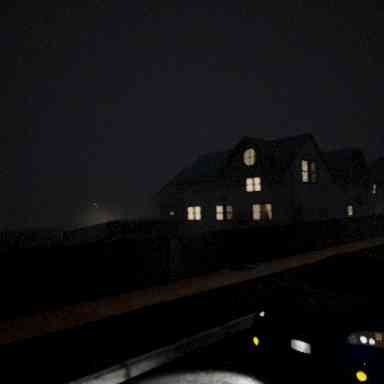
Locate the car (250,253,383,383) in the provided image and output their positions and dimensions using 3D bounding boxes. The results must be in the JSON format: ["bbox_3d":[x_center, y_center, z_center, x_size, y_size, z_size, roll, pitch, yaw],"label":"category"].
[{"bbox_3d":[2.833,1.761,5.517,4.181,1.385,1.994,1,-4,-42],"label":"car"}]
